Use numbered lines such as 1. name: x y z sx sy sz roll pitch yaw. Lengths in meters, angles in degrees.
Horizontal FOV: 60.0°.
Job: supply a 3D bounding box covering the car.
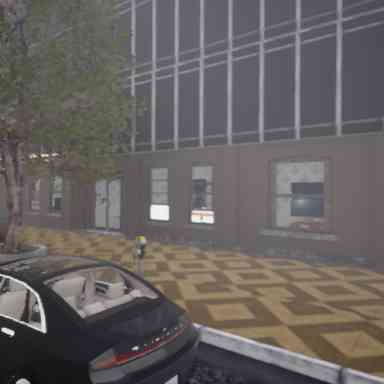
1. car: -1.990 1.514 4.293 4.403 1.369 2.008 1 0 35
